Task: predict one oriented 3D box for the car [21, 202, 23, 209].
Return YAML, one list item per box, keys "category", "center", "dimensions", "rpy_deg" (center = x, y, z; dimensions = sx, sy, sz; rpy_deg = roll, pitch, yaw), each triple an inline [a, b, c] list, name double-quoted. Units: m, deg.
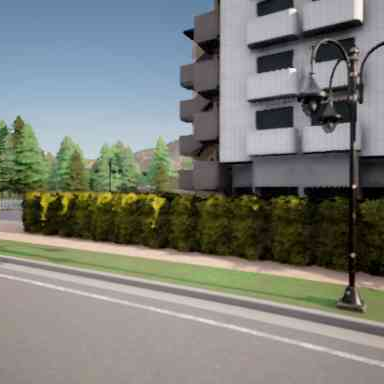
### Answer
- category: "car"
  center: [-16.305, 1.228, 36.758]
  dimensions: [2.128, 1.511, 4.902]
  rpy_deg: [0, 0, 33]
